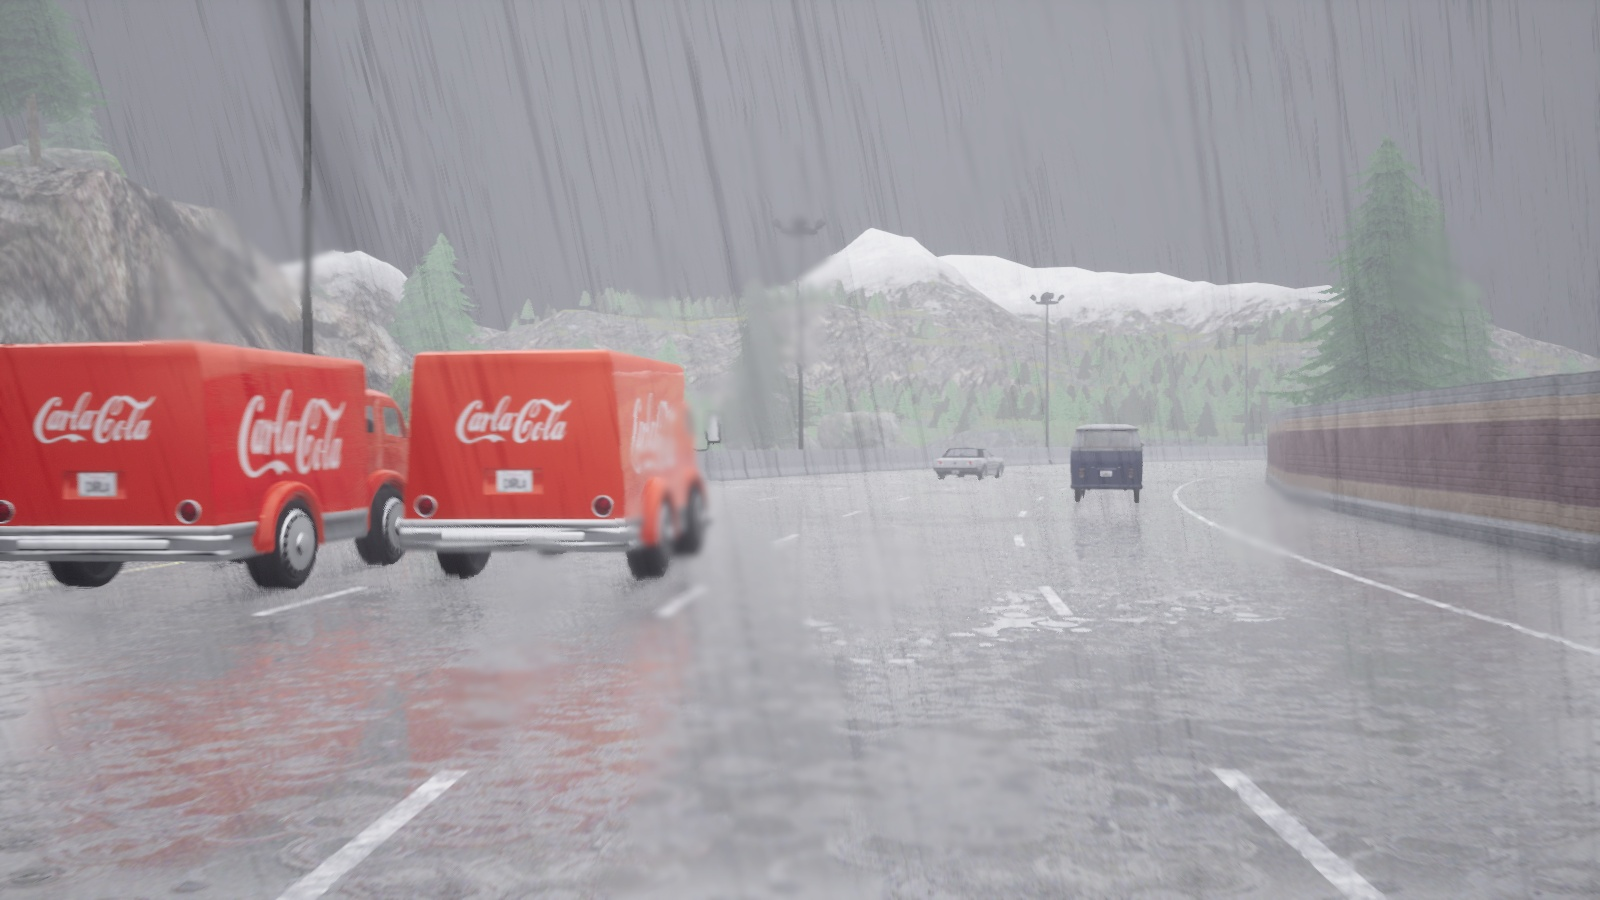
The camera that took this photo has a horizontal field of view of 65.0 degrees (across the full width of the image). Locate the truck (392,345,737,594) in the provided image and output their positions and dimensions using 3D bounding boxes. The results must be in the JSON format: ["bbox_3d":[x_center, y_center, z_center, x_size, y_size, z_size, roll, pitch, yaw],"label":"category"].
[{"bbox_3d":[-2.510,0.174,15.156,2.627,2.467,5.204,0,1,7],"label":"truck"}]

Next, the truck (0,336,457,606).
[{"bbox_3d":[-6.147,0.176,14.185,2.627,2.467,5.204,0,1,6],"label":"truck"}]

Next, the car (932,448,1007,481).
[{"bbox_3d":[7.034,0.564,51.592,1.895,1.301,4.718,0,0,23],"label":"car"}]

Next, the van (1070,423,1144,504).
[{"bbox_3d":[8.184,0.321,33.300,1.775,1.987,4.442,0,0,15],"label":"van"}]
